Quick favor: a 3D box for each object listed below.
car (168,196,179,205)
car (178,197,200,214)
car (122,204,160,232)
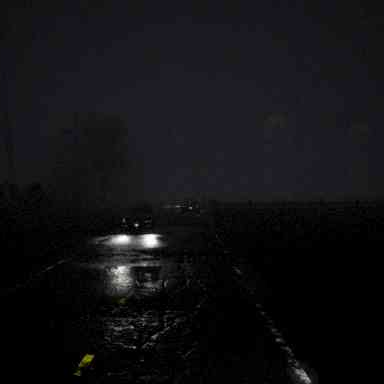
[{"bbox_3d":[-3.254,1.510,58.962,1.882,1.535,5.008,0,0,0],"label":"car"},{"bbox_3d":[-0.163,1.574,35.479,1.994,1.385,4.181,0,0,0],"label":"car"},{"bbox_3d":[-2.998,1.504,20.241,1.837,1.490,4.892,0,1,-1],"label":"car"}]
